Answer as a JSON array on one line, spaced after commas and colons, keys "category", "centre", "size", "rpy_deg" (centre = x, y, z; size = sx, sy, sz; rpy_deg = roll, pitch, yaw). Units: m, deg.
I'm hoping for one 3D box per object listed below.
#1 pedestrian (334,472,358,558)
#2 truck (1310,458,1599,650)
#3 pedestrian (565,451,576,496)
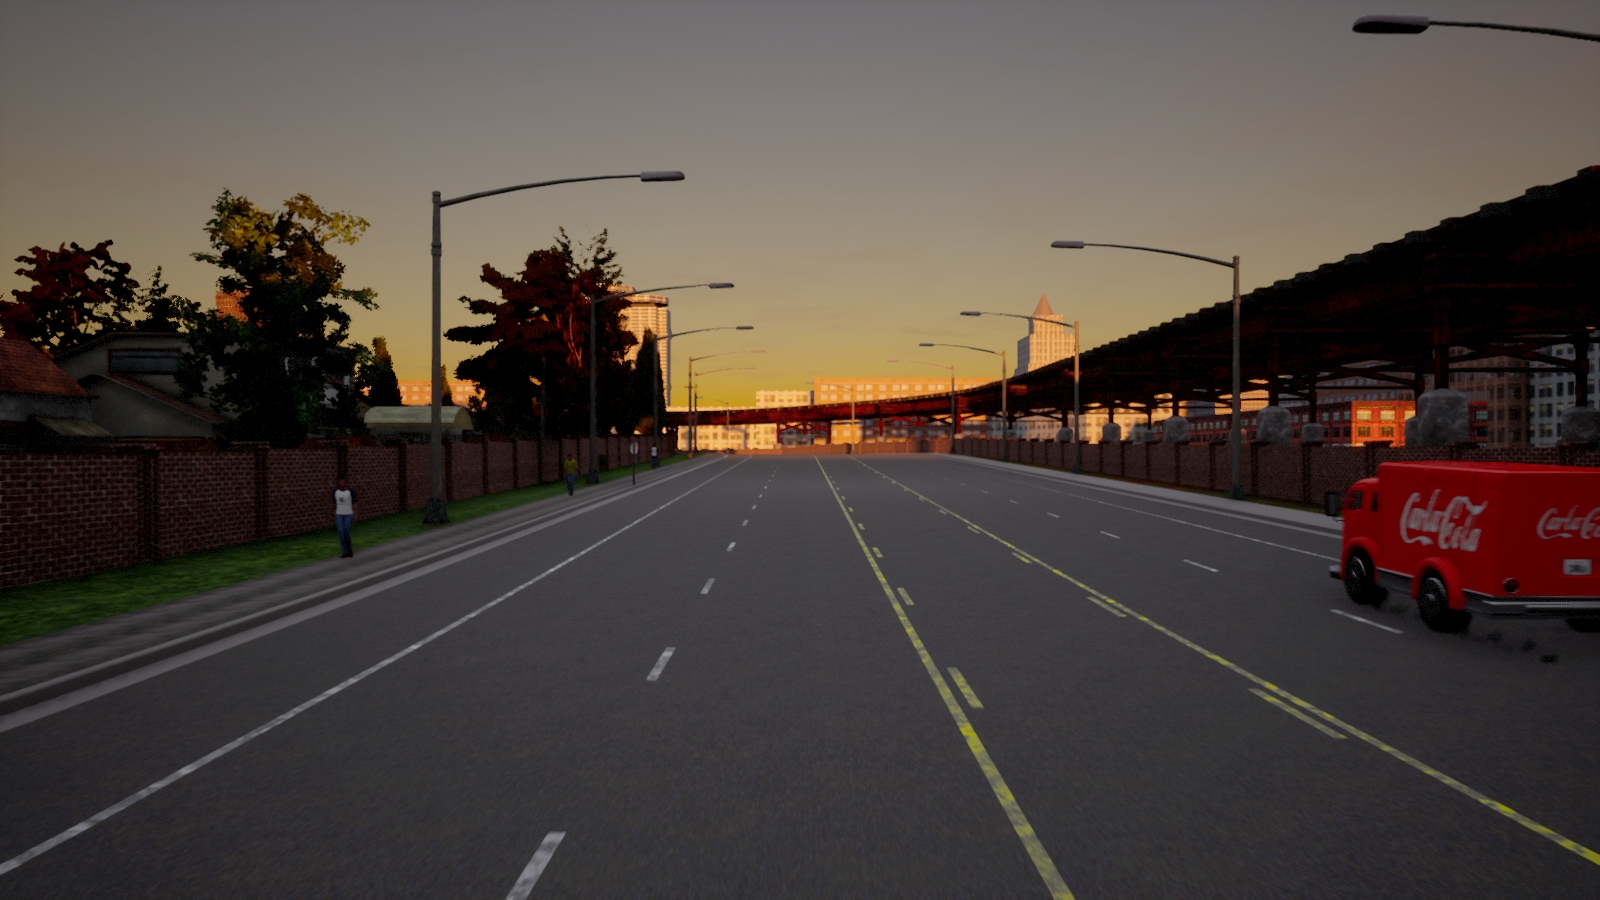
[{"category": "pedestrian", "centre": [-9.958, 1.421, 25.067], "size": [0.375, 1.860, 0.375], "rpy_deg": [0, 0, -2]}, {"category": "truck", "centre": [10.503, 1.419, 17.964], "size": [2.627, 2.467, 5.204], "rpy_deg": [0, 1, 0]}, {"category": "pedestrian", "centre": [-9.647, 0.993, 48.078], "size": [0.375, 1.860, 0.375], "rpy_deg": [0, 0, -1]}]
